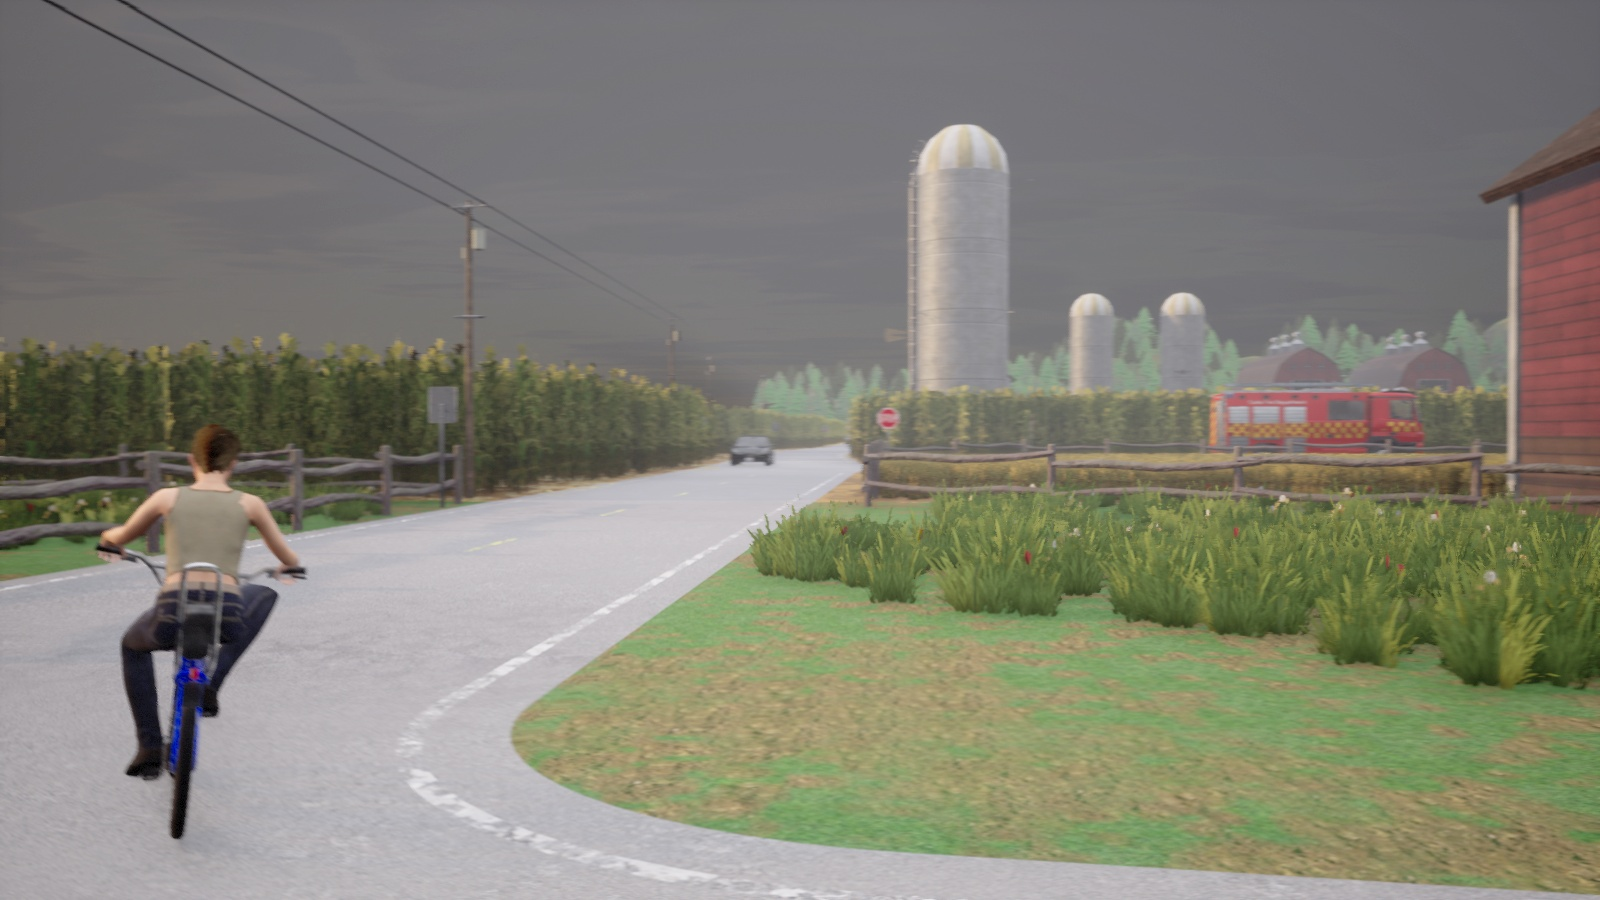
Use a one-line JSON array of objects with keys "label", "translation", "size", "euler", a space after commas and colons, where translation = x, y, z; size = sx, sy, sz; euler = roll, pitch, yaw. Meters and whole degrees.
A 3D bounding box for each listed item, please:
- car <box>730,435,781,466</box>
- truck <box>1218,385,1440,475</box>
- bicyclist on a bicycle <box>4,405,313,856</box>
[{"label": "car", "translation": [-2.160, -0.015, 62.463], "size": [2.163, 1.488, 4.792], "euler": [0, 1, 3]}, {"label": "truck", "translation": [23.108, -0.885, 55.264], "size": [8.468, 3.827, 2.891], "euler": [1, 1, 5]}, {"label": "bicyclist on a bicycle", "translation": [-2.674, 0.672, 5.344], "size": [0.866, 1.612, 1.509], "euler": [6, -2, -25]}]
